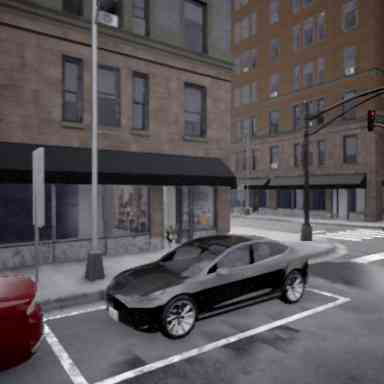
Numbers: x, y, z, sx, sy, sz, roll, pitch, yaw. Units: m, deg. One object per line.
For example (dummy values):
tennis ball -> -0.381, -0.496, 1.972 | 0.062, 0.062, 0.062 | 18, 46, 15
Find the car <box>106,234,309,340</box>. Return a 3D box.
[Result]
car -> 0.525, 1.562, 6.560 | 4.313, 1.339, 1.947 | 0, 0, -35

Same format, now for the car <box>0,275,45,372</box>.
car -> -3.963, 1.546, 3.363 | 4.507, 1.381, 1.887 | 0, 0, -35
